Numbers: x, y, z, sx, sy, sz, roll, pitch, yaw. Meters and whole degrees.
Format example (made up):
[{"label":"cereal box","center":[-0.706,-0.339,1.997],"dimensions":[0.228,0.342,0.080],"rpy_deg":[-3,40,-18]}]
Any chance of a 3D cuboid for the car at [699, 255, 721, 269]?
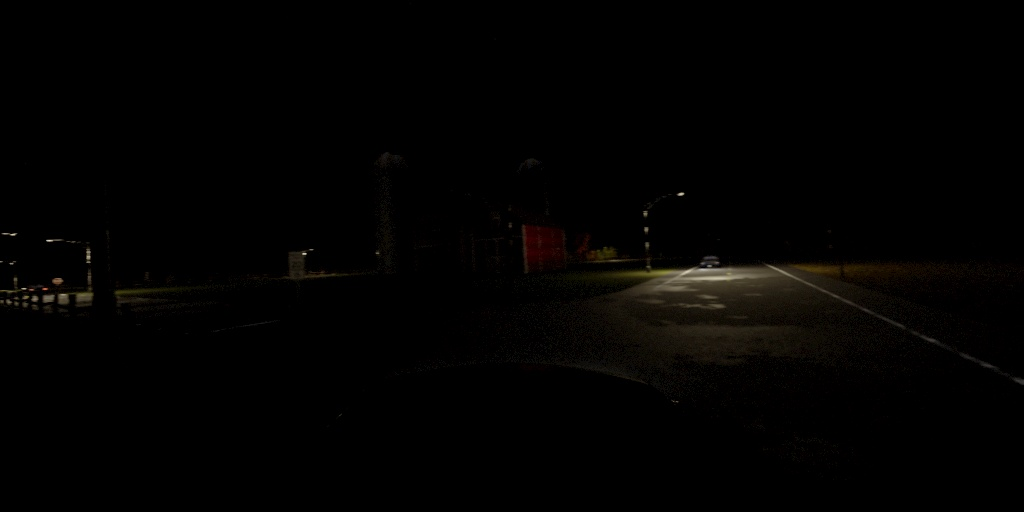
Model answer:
[{"label":"car","center":[21.908,0.625,39.546],"dimensions":[2.033,1.411,5.357],"rpy_deg":[-4,-1,32]}]
